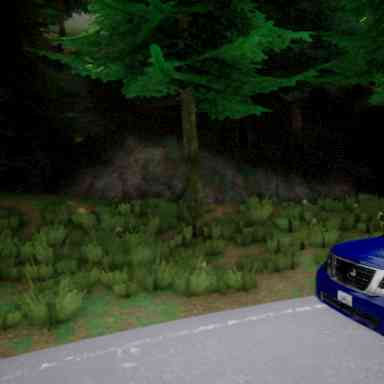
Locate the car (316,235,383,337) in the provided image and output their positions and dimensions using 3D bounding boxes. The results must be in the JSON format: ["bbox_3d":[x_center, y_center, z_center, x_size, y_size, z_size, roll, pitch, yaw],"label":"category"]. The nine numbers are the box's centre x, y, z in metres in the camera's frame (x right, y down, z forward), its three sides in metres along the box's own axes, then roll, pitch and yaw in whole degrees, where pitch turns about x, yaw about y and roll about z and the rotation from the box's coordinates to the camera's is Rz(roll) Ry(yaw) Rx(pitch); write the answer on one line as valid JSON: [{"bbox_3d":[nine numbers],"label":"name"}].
[{"bbox_3d":[4.863,1.109,5.375,5.566,2.045,2.150,-1,1,-13],"label":"car"}]
